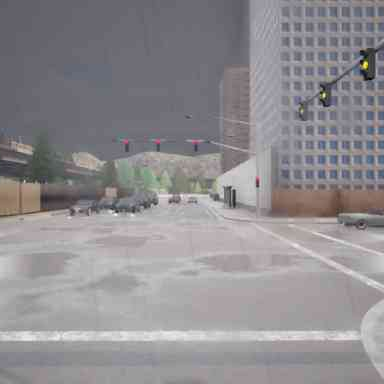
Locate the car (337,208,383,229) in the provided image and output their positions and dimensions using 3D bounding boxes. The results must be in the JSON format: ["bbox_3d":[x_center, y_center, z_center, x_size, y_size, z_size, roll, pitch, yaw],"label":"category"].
[{"bbox_3d":[11.856,1.656,21.162,4.718,1.301,1.895,0,0,0],"label":"car"}]

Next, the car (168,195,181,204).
[{"bbox_3d":[-3.492,1.601,64.257,1.895,1.301,4.718,0,0,0],"label":"car"}]

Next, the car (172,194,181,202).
[{"bbox_3d":[-3.491,1.305,74.449,1.882,1.535,5.008,0,0,0],"label":"car"}]

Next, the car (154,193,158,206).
[{"bbox_3d":[-7.057,1.221,56.929,2.150,2.045,5.566,0,0,0],"label":"car"}]

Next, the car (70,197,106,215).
[{"bbox_3d":[-10.599,1.492,33.217,2.128,1.511,4.902,0,0,1],"label":"car"}]

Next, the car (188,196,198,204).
[{"bbox_3d":[0.104,1.601,64.586,1.895,1.301,4.718,0,0,0],"label":"car"}]

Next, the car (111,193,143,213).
[{"bbox_3d":[-7.083,1.352,36.764,2.097,1.767,4.553,0,0,0],"label":"car"}]

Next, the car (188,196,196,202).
[{"bbox_3d":[0.010,1.595,74.828,1.895,1.301,4.718,0,0,0],"label":"car"}]

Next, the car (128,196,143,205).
[{"bbox_3d":[-10.551,1.478,62.126,1.882,1.535,5.008,0,0,0],"label":"car"}]

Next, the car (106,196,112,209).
[{"bbox_3d":[-10.586,1.352,42.113,2.097,1.767,4.553,0,0,0],"label":"car"}]

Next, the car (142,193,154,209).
[{"bbox_3d":[-7.078,1.221,46.200,2.150,2.045,5.566,0,0,0],"label":"car"}]

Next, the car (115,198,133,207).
[{"bbox_3d":[-10.581,1.601,51.907,1.895,1.301,4.718,0,0,0],"label":"car"}]
